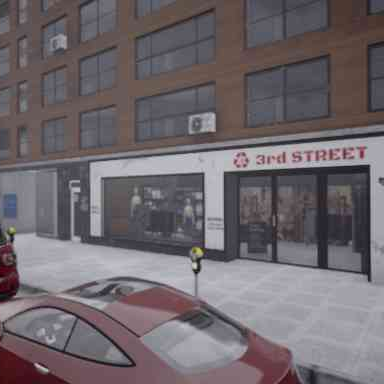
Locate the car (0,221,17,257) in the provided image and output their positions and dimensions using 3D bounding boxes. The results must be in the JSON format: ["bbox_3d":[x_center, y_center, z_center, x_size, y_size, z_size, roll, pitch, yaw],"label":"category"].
[{"bbox_3d":[-5.478,1.363,6.704,5.009,1.841,2.192,0,0,35],"label":"car"}]

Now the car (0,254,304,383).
[{"bbox_3d":[-0.980,1.598,3.505,4.206,1.307,1.802,0,0,35],"label":"car"}]
